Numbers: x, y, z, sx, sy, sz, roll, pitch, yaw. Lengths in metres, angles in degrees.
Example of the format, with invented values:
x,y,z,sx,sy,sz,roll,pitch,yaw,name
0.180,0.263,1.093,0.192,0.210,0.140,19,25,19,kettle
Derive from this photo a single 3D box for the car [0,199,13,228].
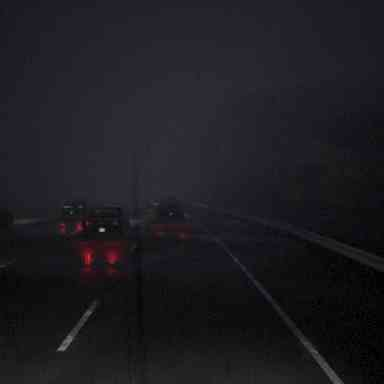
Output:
x,y,z,sx,sy,sz,roll,pitch,yaw,name
-11.514,1.352,18.049,2.128,1.511,4.902,0,0,-6,car

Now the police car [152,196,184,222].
x,y,z,sx,sy,sz,roll,pitch,yaw,name
-1.737,1.219,24.563,1.930,1.638,5.238,0,1,-7,police car

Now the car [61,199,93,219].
x,y,z,sx,sy,sz,roll,pitch,yaw,name
-9.073,1.278,26.557,2.128,1.511,4.902,0,0,-8,car

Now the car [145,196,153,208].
x,y,z,sx,sy,sz,roll,pitch,yaw,name
-4.640,1.186,40.939,1.812,1.442,4.674,0,1,-12,car

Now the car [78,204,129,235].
x,y,z,sx,sy,sz,roll,pitch,yaw,name
-4.426,1.456,17.720,1.895,1.301,4.718,0,0,-6,car
